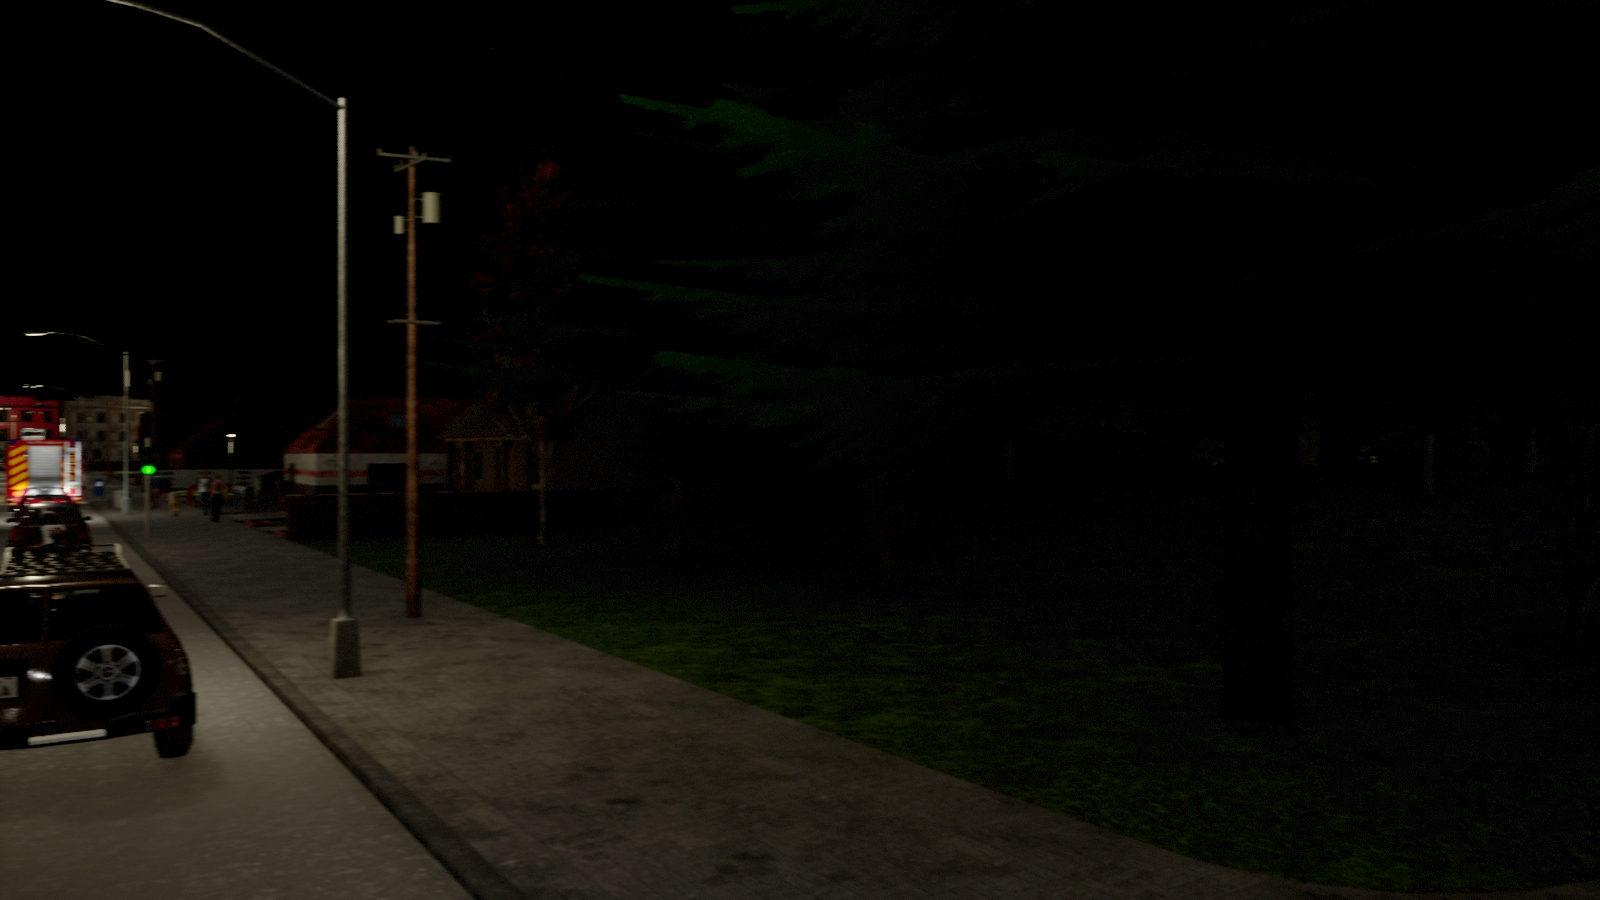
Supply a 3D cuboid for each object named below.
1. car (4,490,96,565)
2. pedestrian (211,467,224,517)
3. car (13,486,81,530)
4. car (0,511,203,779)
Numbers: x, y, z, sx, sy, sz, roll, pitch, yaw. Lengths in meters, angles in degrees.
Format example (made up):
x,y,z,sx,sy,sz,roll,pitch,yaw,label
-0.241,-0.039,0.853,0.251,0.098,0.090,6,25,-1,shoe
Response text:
x,y,z,sx,sy,sz,roll,pitch,yaw,label
-18.316,1.835,27.914,1.789,1.549,3.705,0,0,-34,car
-21.813,1.560,42.779,0.375,1.860,0.375,0,0,-35,pedestrian
-26.374,1.976,40.010,1.895,1.301,4.718,0,0,-34,car
-7.178,1.655,11.148,1.932,1.855,4.605,0,0,-33,car
